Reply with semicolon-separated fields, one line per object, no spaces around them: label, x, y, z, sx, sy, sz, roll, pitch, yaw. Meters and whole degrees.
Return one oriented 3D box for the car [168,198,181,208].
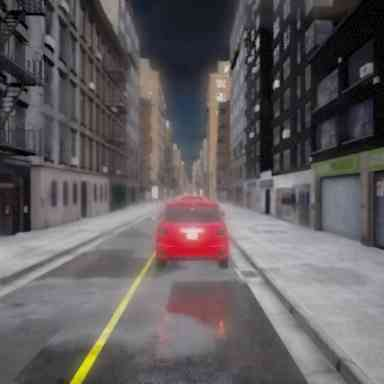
car;-2.804;1.696;53.745;1.812;1.442;4.674;0;0;0

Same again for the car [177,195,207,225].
car;0.026;1.313;26.529;2.150;2.045;5.566;0;0;0

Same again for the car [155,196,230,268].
car;0.029;1.264;11.542;2.150;2.045;5.566;0;0;0
